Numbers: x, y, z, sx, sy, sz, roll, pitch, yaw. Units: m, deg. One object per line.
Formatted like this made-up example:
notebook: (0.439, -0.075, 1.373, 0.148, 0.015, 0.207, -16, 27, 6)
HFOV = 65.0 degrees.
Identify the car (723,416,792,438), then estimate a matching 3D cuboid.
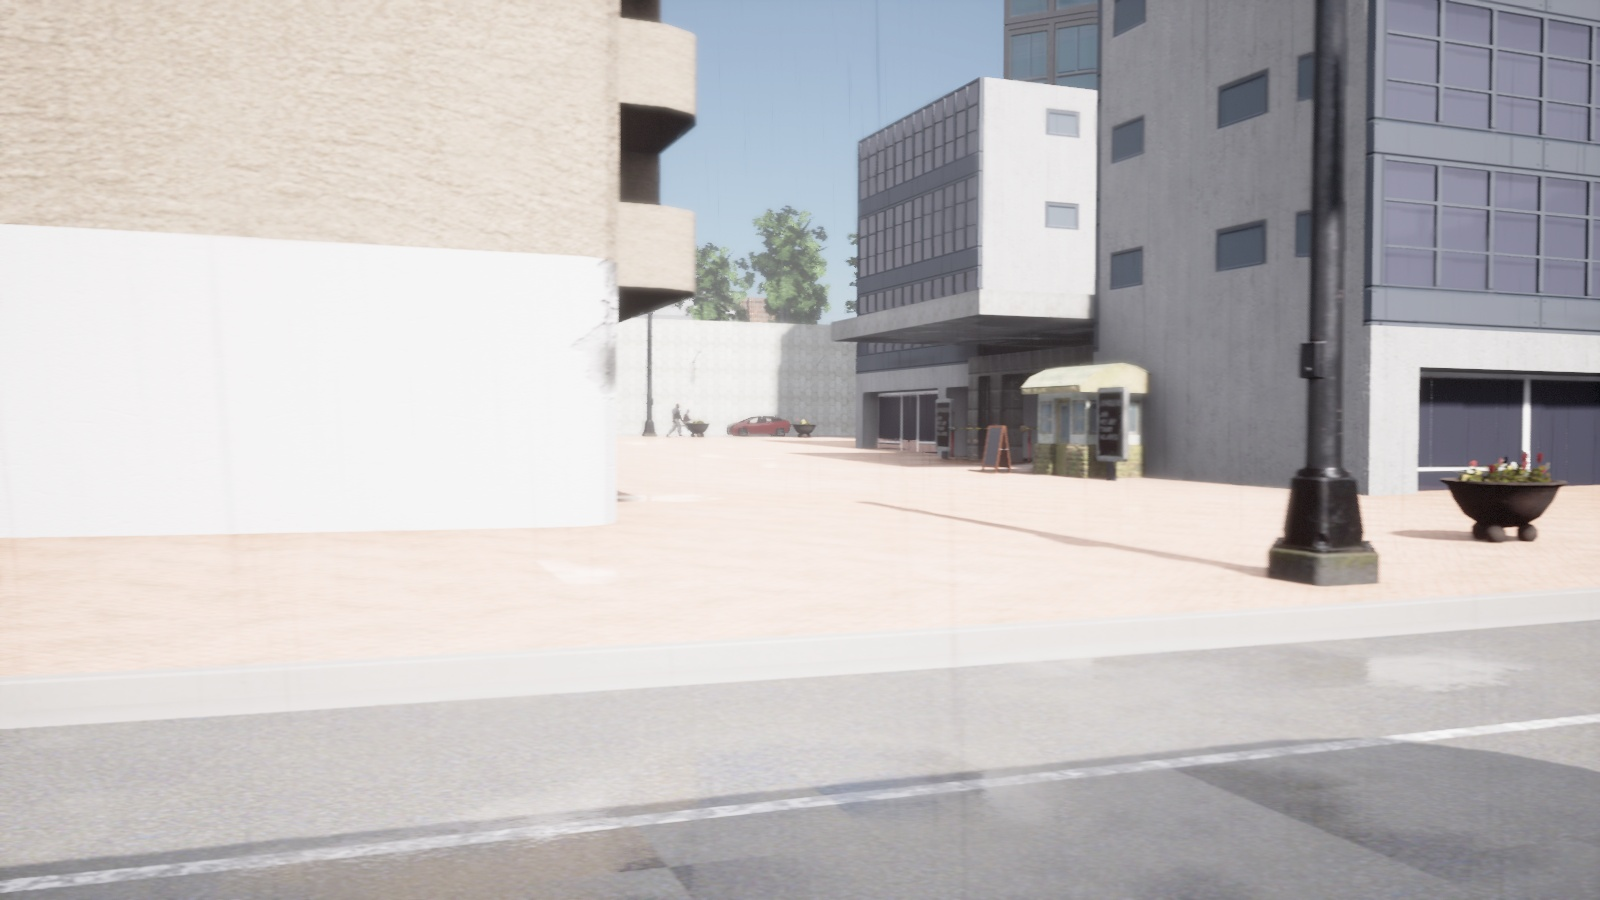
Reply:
car: (-3.032, -1.661, 90.042, 4.514, 1.525, 2.007, -1, 1, -19)

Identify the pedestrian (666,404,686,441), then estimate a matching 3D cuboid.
pedestrian: (-6.413, -1.431, 64.943, 0.849, 1.883, 0.563, -1, 1, 9)
